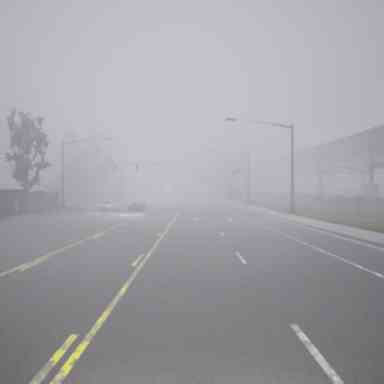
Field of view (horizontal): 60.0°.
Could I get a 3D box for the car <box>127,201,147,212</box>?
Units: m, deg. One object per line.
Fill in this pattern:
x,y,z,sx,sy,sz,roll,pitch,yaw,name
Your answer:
-7.013,1.878,42.802,1.895,1.301,4.718,0,0,0,car

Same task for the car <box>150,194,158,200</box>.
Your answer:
-10.494,1.393,93.143,2.128,1.511,4.902,0,1,0,car

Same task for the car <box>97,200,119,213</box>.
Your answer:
-10.520,1.805,42.160,1.812,1.442,4.674,0,0,1,car
